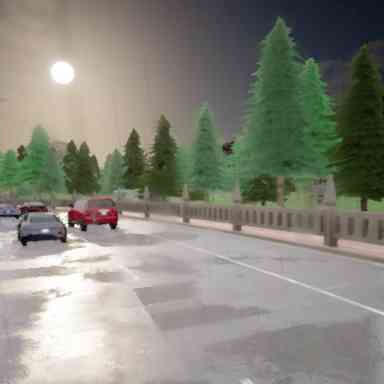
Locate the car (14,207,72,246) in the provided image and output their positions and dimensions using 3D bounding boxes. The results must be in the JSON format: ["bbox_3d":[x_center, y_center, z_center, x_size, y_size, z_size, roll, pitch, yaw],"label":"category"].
[{"bbox_3d":[-7.455,1.690,16.388,1.994,1.385,4.181,0,0,-30],"label":"car"}]

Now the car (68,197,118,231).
[{"bbox_3d":[-6.636,1.365,21.914,2.150,2.045,5.566,0,0,-32],"label":"car"}]

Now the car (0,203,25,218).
[{"bbox_3d":[-17.614,1.814,31.113,2.033,1.411,5.357,0,0,-39],"label":"car"}]

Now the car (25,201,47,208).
[{"bbox_3d":[-17.298,1.763,36.055,1.882,1.535,5.008,0,0,-41],"label":"car"}]
